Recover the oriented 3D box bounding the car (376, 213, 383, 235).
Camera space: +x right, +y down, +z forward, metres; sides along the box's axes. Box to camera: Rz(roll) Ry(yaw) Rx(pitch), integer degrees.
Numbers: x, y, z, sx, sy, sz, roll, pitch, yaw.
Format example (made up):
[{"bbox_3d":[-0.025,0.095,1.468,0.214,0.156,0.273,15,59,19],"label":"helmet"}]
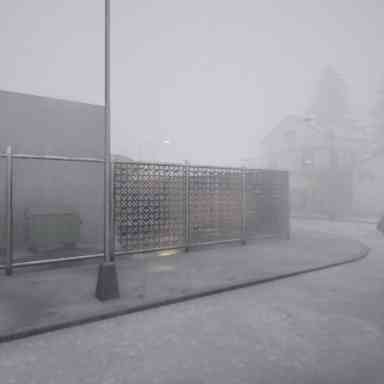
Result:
[{"bbox_3d":[11.634,1.358,16.126,4.553,1.767,2.097,0,0,43],"label":"car"}]
